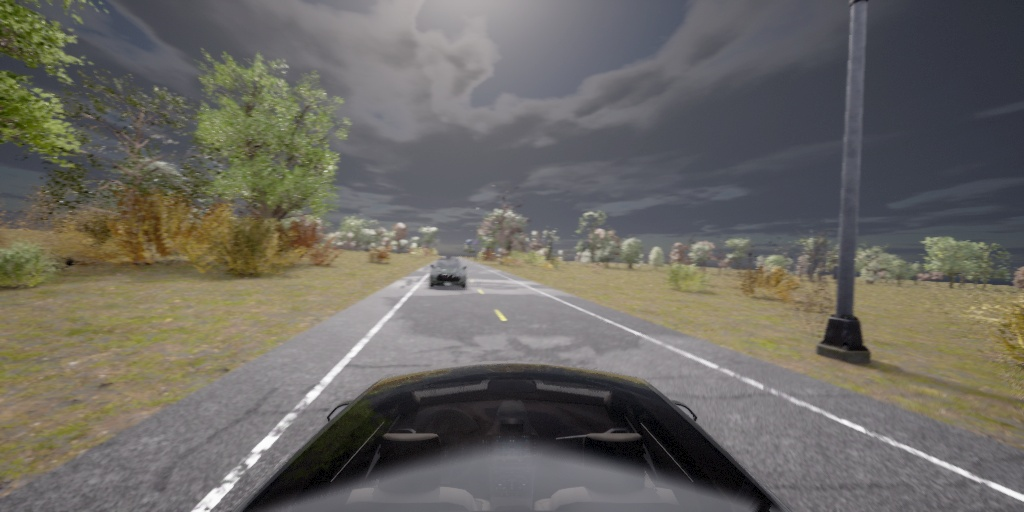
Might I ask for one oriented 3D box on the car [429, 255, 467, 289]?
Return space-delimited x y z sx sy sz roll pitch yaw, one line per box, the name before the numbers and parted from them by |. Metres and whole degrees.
car | -3.821 0.919 21.591 2.097 1.767 4.553 3 0 -10
